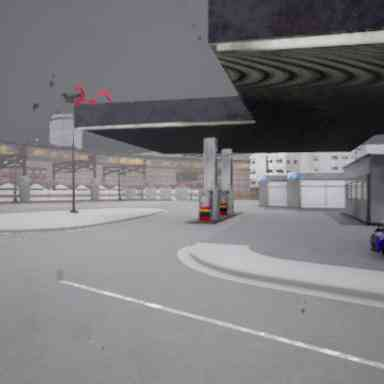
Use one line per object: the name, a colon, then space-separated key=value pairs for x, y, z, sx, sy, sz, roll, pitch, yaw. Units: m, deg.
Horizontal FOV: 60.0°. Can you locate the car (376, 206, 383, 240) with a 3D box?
car: x=10.704 y=1.456 z=15.218 sx=3.806 sy=1.475 sz=1.970 roll=0 pitch=0 yaw=36

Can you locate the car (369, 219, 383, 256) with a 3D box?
car: x=7.990 y=1.295 z=10.097 sx=4.611 sy=1.667 sz=2.242 roll=0 pitch=0 yaw=36
